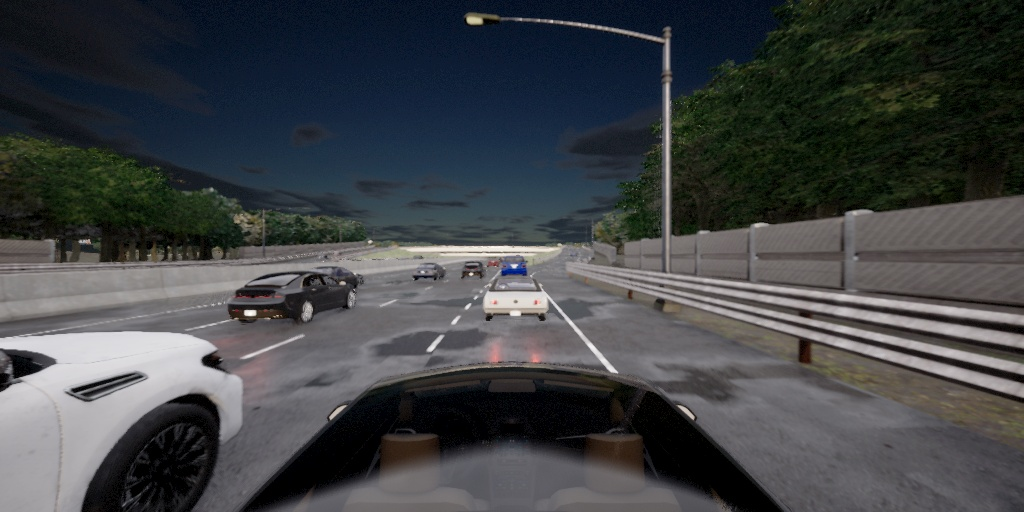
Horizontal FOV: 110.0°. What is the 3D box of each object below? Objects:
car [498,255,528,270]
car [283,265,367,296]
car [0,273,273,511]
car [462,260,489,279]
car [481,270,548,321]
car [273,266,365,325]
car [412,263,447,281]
[{"bbox_3d":[0.221,0.973,31.017,2.150,2.045,5.566,0,0,1],"label":"car"},{"bbox_3d":[-10.373,1.298,20.534,2.033,1.411,5.357,0,0,0],"label":"car"},{"bbox_3d":[-3.500,0.976,0.818,2.150,2.045,5.566,0,0,0],"label":"car"},{"bbox_3d":[-3.414,1.258,32.661,1.837,1.490,4.892,0,0,0],"label":"car"},{"bbox_3d":[0.110,1.351,12.448,1.895,1.301,4.718,0,0,0],"label":"car"},{"bbox_3d":[-6.890,1.255,11.862,1.837,1.490,4.892,0,0,0],"label":"car"},{"bbox_3d":[-6.827,1.299,30.011,2.033,1.411,5.357,0,0,0],"label":"car"}]
